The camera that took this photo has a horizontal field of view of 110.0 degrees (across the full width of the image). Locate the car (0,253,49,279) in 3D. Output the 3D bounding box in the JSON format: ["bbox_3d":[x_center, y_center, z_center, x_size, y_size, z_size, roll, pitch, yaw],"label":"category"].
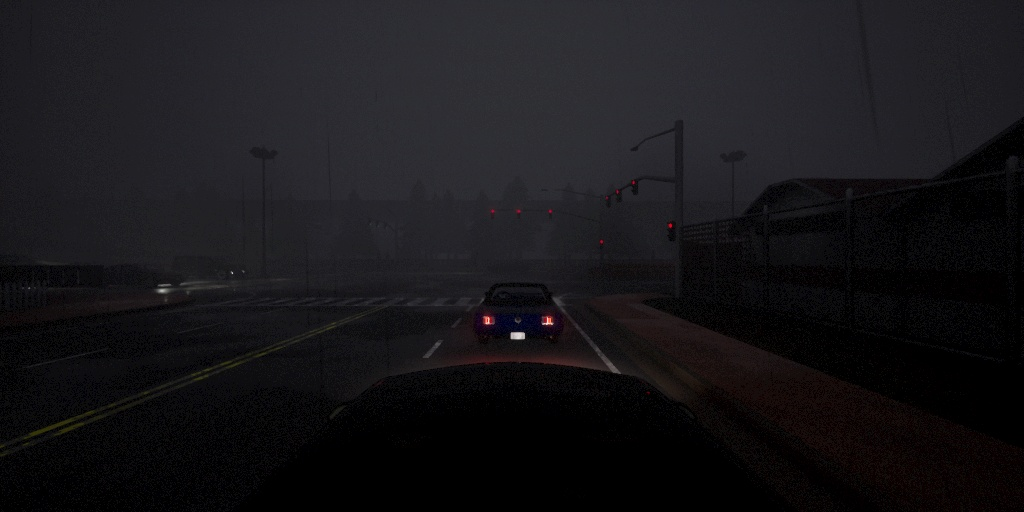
[{"bbox_3d":[-37.623,0.803,26.486,5.566,2.045,2.150,2,0,-1],"label":"car"}]

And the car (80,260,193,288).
[{"bbox_3d":[-24.161,1.226,23.207,5.008,1.535,1.882,0,0,-1],"label":"car"}]

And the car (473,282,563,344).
[{"bbox_3d":[0.189,1.351,9.579,1.895,1.301,4.718,0,0,2],"label":"car"}]

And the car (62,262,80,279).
[{"bbox_3d":[-35.124,1.190,30.029,4.674,1.442,1.812,2,0,-1],"label":"car"}]

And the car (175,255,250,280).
[{"bbox_3d":[-25.400,0.965,30.188,5.566,2.045,2.150,0,0,-1],"label":"car"}]

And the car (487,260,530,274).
[{"bbox_3d":[-0.411,1.241,41.320,4.902,1.511,2.128,0,0,-1],"label":"car"}]

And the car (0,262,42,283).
[{"bbox_3d":[-33.825,1.255,23.053,4.181,1.385,1.994,1,0,-1],"label":"car"}]
